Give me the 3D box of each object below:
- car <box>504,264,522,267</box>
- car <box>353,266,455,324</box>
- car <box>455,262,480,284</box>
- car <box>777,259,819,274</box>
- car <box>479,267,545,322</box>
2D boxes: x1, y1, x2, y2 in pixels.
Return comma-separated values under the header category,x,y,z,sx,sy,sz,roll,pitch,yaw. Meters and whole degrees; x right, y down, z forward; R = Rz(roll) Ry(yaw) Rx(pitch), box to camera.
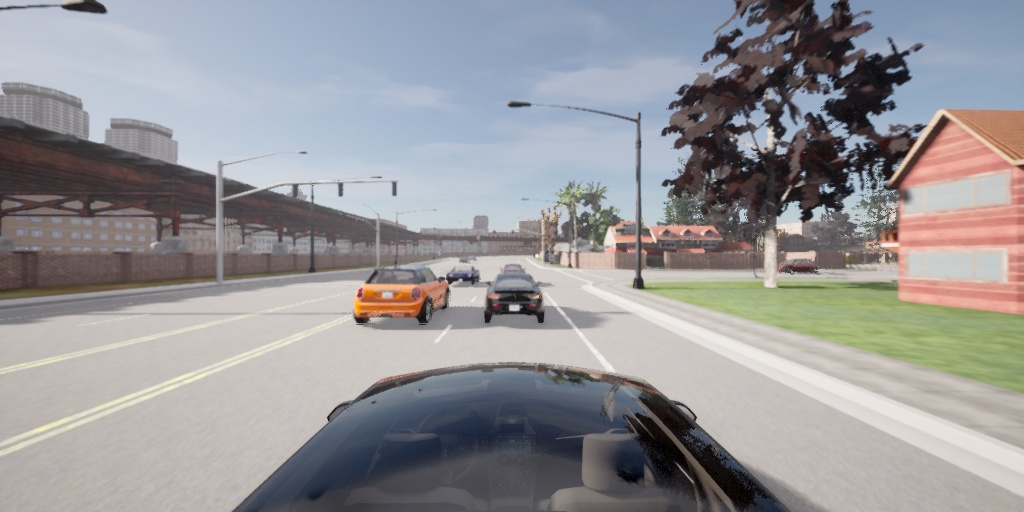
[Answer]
category,x,y,z,sx,sy,sz,roll,pitch,yaw
car,0.065,1.267,26.110,1.812,1.442,4.674,0,0,0
car,-3.433,1.095,12.042,2.097,1.767,4.553,0,0,0
car,-3.434,1.338,26.249,1.895,1.301,4.718,0,0,0
car,31.928,1.127,40.730,4.553,1.767,2.097,0,0,-1
car,0.069,1.273,12.189,1.812,1.442,4.674,0,0,0
